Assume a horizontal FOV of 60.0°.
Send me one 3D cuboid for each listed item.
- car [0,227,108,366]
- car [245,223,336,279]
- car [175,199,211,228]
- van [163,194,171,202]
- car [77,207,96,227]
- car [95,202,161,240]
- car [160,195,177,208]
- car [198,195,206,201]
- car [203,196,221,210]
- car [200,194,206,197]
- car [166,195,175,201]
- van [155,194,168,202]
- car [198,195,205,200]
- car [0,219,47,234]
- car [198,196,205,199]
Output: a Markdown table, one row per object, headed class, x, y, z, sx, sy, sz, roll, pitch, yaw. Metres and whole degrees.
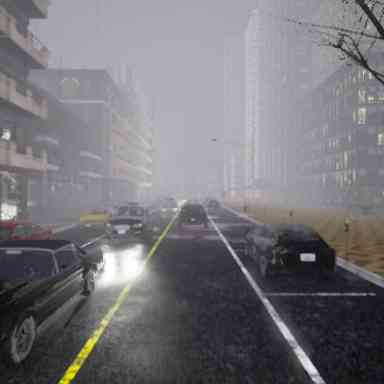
| class | x | y | z | sx | sy | sz | roll | pitch | yaw |
| --- | --- | --- | --- | --- | --- | --- | --- | --- | --- |
| car | -3.094 | 1.596 | 5.906 | 1.895 | 1.301 | 4.718 | 0 | 0 | 0 |
| car | 2.695 | 1.556 | 9.819 | 1.947 | 1.339 | 4.313 | 0 | 0 | 0 |
| car | 0.076 | 1.458 | 22.183 | 1.882 | 1.535 | 5.008 | 0 | 0 | 0 |
| van | -5.684 | 1.318 | 76.095 | 1.690 | 1.788 | 3.998 | 0 | 0 | 0 |
| car | -5.685 | 1.507 | 20.696 | 1.752 | 1.417 | 4.829 | 0 | 0 | 0 |
| car | -3.053 | 1.477 | 17.022 | 2.128 | 1.511 | 4.902 | 0 | 0 | 0 |
| car | -3.080 | 1.497 | 46.627 | 1.812 | 1.442 | 4.674 | 0 | 0 | 0 |
| car | 2.696 | 1.548 | 87.140 | 1.947 | 1.339 | 4.313 | 0 | 0 | 0 |
| car | 2.695 | 1.536 | 42.957 | 1.947 | 1.339 | 4.313 | 0 | 0 | 0 |
| car | 2.696 | 1.411 | 54.002 | 1.967 | 1.590 | 4.097 | 0 | 0 | 0 |
| car | -5.685 | 1.534 | 87.140 | 2.008 | 1.369 | 4.403 | 0 | 0 | 0 |
| van | -5.685 | 1.314 | 59.527 | 1.690 | 1.788 | 3.998 | 0 | 0 | 0 |
| car | 2.696 | 1.532 | 92.663 | 1.887 | 1.381 | 4.507 | 0 | 0 | 0 |
| car | -5.685 | 1.536 | 9.820 | 1.887 | 1.381 | 4.507 | 0 | 0 | 0 |
| car | 0.084 | 1.519 | 38.184 | 2.033 | 1.411 | 5.357 | 0 | 0 | 0 |
